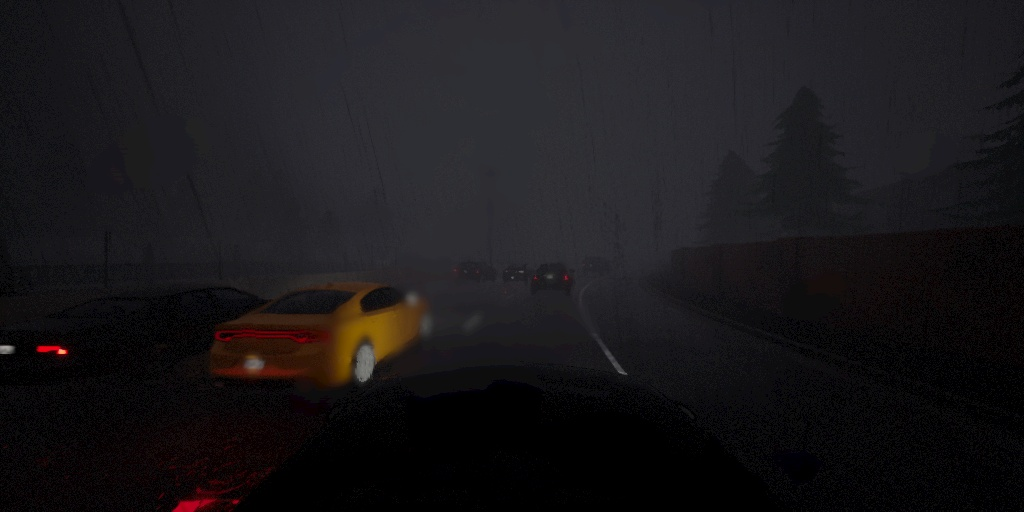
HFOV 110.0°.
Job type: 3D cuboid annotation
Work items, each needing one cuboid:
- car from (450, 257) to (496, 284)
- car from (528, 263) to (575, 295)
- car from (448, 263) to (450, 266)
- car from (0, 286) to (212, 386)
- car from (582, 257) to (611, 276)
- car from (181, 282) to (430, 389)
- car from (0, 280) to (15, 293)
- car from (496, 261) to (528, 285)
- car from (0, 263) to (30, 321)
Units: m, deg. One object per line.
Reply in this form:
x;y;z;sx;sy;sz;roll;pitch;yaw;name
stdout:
-2.702;1.185;28.094;2.097;1.767;4.553;0;0;16;car
2.464;1.163;20.399;2.097;1.767;4.553;0;0;12;car
-7.269;1.241;53.751;2.150;2.045;5.566;0;0;29;car
-6.615;1.313;7.315;2.033;1.411;5.357;0;0;4;car
9.536;1.100;40.207;2.150;2.045;5.566;0;0;27;car
-3.094;1.243;7.015;1.882;1.535;5.008;0;0;4;car
-13.795;1.267;6.771;1.837;1.490;4.892;0;-1;4;car
0.750;1.324;27.516;2.128;1.511;4.902;0;0;17;car
-17.061;1.119;9.590;2.097;1.767;4.553;0;0;5;car
